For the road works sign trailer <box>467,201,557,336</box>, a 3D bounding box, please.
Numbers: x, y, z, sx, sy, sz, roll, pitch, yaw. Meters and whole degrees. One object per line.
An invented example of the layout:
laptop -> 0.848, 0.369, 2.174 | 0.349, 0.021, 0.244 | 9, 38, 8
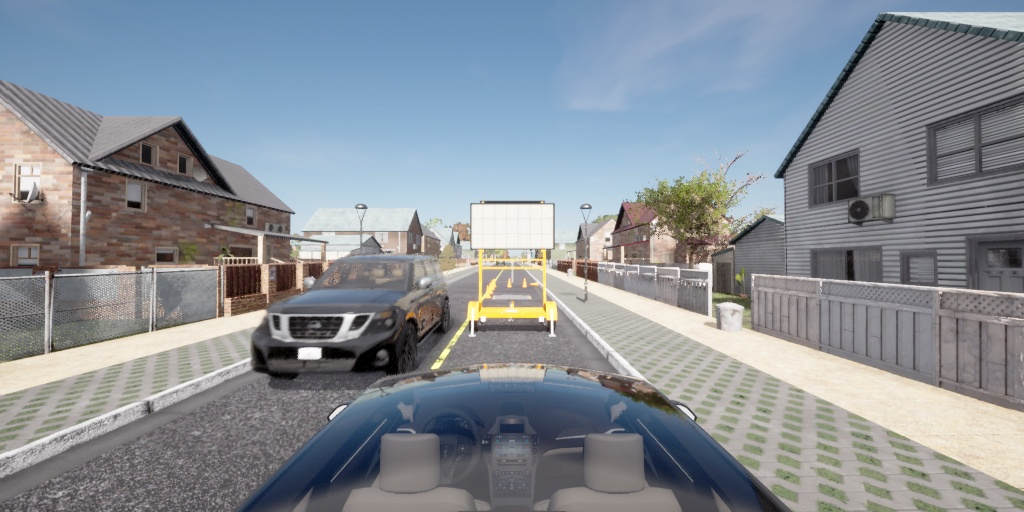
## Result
road works sign trailer -> 0.014, 0.220, 10.344 | 2.380, 3.560, 2.880 | 0, 0, 0

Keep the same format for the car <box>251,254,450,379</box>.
car -> -2.747, 0.975, 7.637 | 2.150, 2.045, 5.566 | 0, 0, 0
